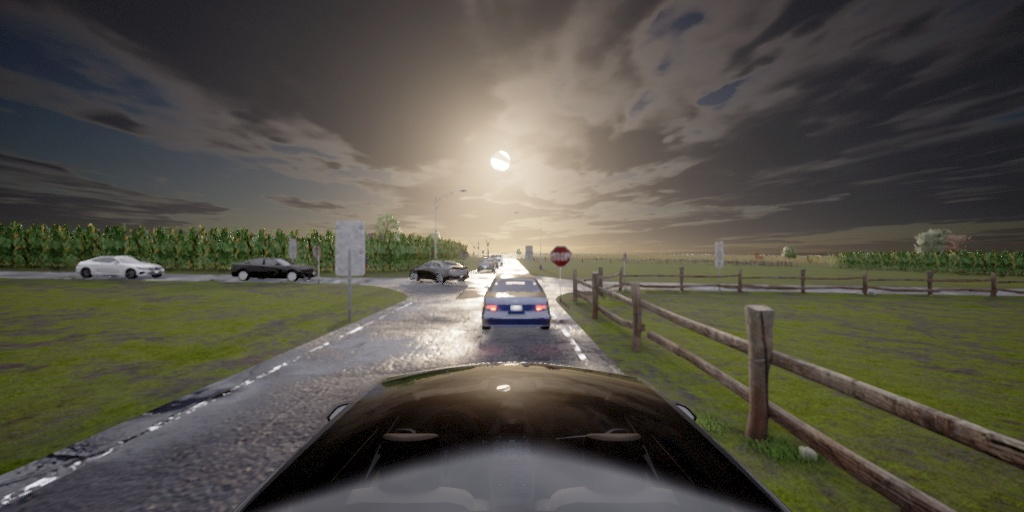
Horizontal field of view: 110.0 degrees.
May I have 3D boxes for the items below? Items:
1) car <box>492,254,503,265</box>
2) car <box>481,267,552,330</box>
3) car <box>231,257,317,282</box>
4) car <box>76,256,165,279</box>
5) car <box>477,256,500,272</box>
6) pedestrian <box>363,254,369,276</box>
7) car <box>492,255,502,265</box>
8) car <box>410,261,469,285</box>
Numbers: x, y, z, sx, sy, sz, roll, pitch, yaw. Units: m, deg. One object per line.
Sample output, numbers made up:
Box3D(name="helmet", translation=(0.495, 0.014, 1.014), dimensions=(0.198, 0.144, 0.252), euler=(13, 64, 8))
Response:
Box3D(name="car", translation=(-2.768, 0.632, 65.400), dimensions=(2.150, 2.045, 5.566), euler=(0, 0, 1))
Box3D(name="car", translation=(0.098, 1.249, 10.913), dimensions=(2.033, 1.411, 5.357), euler=(0, 0, 0))
Box3D(name="car", translation=(-15.611, 0.845, 23.674), dimensions=(5.008, 1.535, 1.882), euler=(1, 0, -1))
Box3D(name="car", translation=(-25.733, 0.714, 23.608), dimensions=(4.674, 1.442, 1.812), euler=(1, 0, 0))
Box3D(name="car", translation=(-2.861, 1.032, 41.132), dimensions=(2.128, 1.511, 4.902), euler=(0, 0, 0))
Box3D(name="pedestrian", translation=(-12.175, 0.737, 29.628), dimensions=(0.375, 1.860, 0.375), euler=(0, -1, 0))
Box3D(name="car", translation=(-2.837, 0.990, 51.520), dimensions=(1.837, 1.490, 4.892), euler=(0, 0, 0))
Box3D(name="car", translation=(-4.968, 1.050, 24.097), dimensions=(4.902, 1.511, 2.128), euler=(1, 0, 42))
